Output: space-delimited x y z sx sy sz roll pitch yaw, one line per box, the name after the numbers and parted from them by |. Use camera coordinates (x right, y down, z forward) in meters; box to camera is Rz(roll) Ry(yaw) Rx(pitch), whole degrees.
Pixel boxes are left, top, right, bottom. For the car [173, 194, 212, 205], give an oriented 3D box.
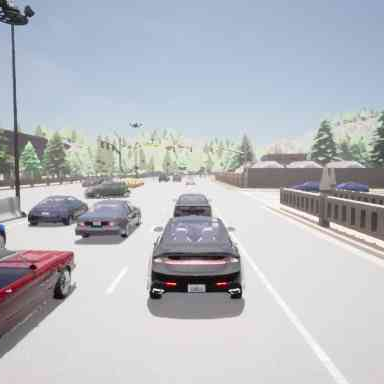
0.025 0.814 17.464 1.882 1.535 5.008 0 3 -1 | car

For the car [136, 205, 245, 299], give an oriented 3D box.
0.068 1.327 8.043 2.128 1.511 4.902 0 2 0 | car

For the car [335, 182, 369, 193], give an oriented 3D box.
18.038 -0.404 38.643 4.674 1.442 1.812 0 3 2 | car

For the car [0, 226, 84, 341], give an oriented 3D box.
-3.421 1.527 5.110 1.895 1.301 4.718 0 1 0 | car

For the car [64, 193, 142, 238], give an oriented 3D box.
-3.465 1.049 14.626 2.033 1.411 5.357 0 3 0 | car

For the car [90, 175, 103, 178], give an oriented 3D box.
-17.855 -1.795 58.963 2.097 1.767 4.553 0 3 0 | car

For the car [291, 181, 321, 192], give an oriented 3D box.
15.000 -0.619 42.236 4.674 1.442 1.812 0 3 2 | car

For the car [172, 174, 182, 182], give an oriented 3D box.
-3.935 -3.617 87.004 2.150 2.045 5.566 0 3 0 | car

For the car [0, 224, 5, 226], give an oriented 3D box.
-6.936 1.282 8.831 1.882 1.535 5.008 0 2 0 | car

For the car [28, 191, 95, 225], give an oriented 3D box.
-6.980 0.878 17.804 1.994 1.385 4.181 0 3 0 | car

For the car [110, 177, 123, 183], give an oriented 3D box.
-17.894 -2.821 78.968 1.812 1.442 4.674 0 3 0 | car

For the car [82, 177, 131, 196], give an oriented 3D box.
-8.576 -0.271 33.534 4.553 1.767 2.097 -2 4 -35 | car

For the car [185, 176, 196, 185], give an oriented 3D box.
-0.247 -2.207 68.733 1.812 1.442 4.674 0 4 0 | car

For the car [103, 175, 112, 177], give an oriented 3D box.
-17.842 -2.515 68.858 2.150 2.045 5.566 0 3 0 | car

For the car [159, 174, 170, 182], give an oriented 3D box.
-7.435 -3.616 86.986 2.150 2.045 5.566 0 3 0 | car
